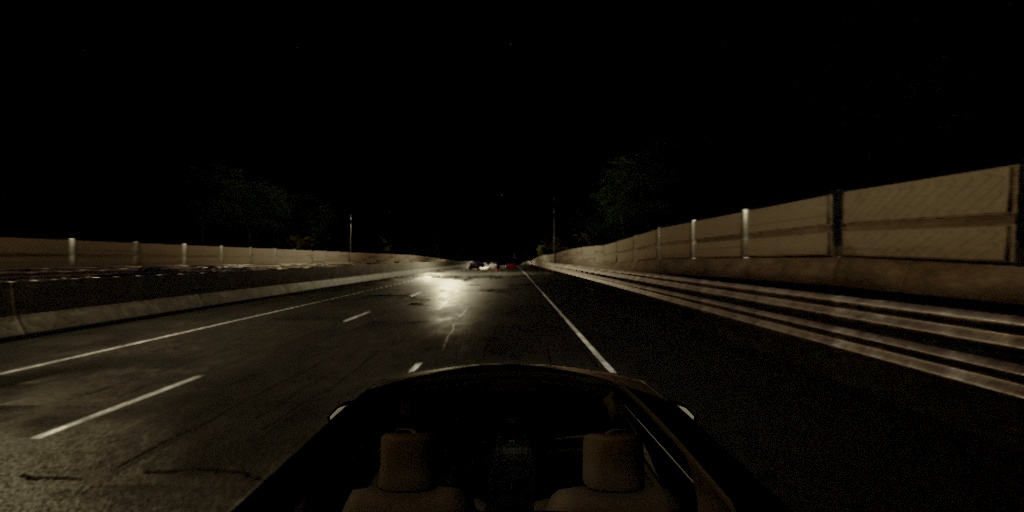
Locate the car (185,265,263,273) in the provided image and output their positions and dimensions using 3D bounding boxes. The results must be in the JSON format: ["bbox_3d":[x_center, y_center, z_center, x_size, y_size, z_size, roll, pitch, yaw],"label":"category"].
[{"bbox_3d":[-17.595,1.424,23.229,2.033,1.411,5.357,0,0,0],"label":"car"}]

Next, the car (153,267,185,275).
[{"bbox_3d":[-21.086,1.379,24.767,2.128,1.511,4.902,0,-1,0],"label":"car"}]

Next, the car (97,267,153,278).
[{"bbox_3d":[-24.589,1.430,24.182,2.033,1.411,5.357,0,0,0],"label":"car"}]
